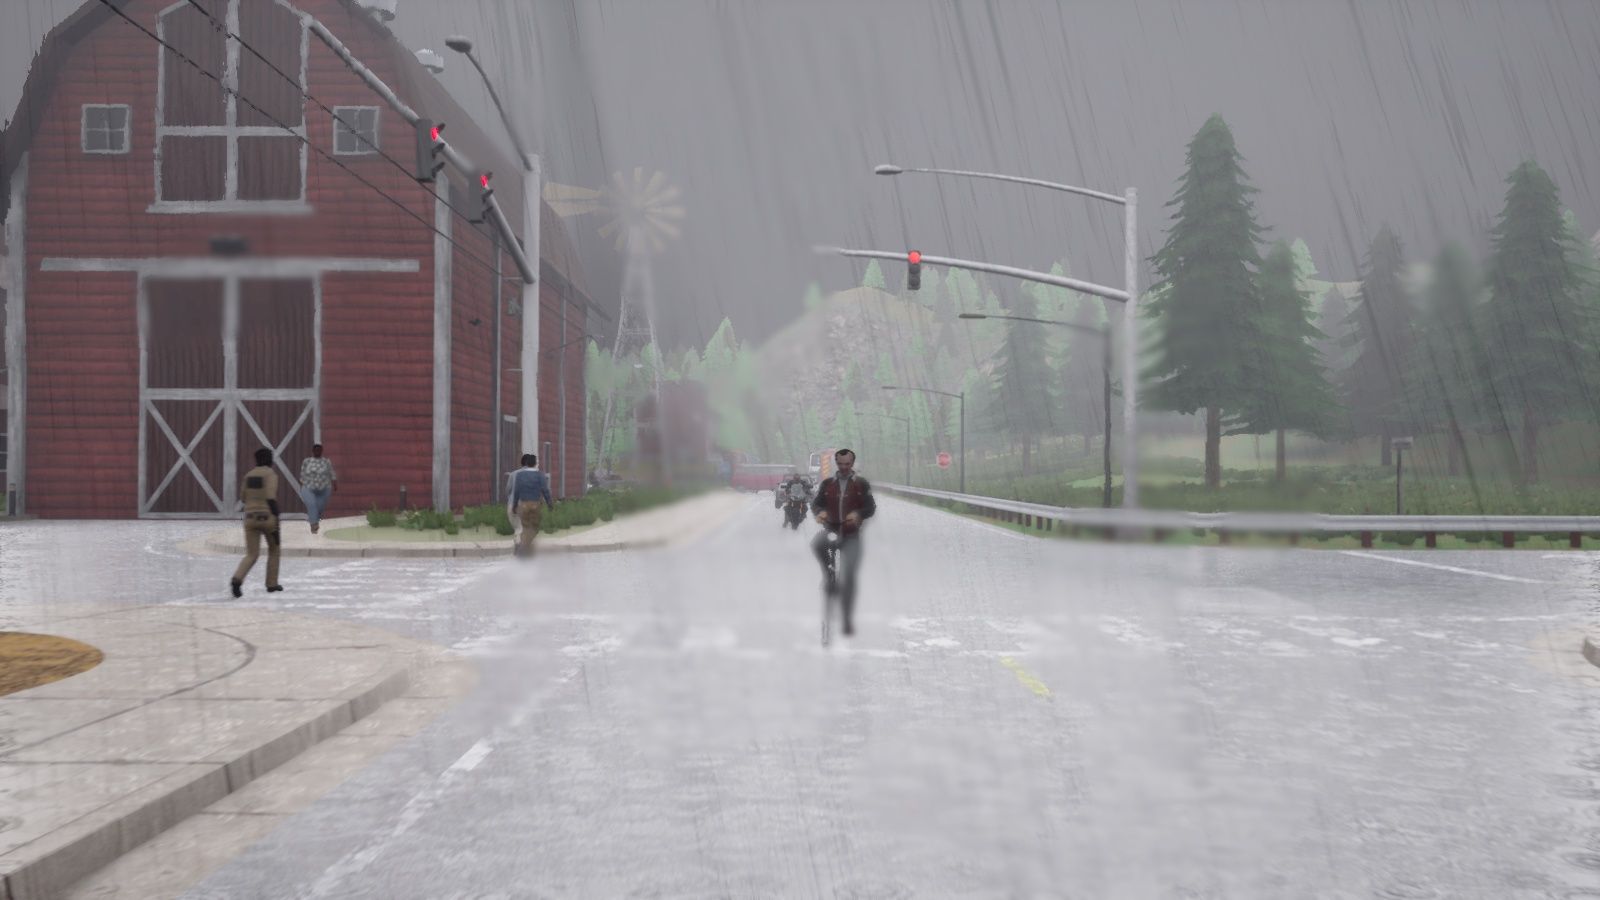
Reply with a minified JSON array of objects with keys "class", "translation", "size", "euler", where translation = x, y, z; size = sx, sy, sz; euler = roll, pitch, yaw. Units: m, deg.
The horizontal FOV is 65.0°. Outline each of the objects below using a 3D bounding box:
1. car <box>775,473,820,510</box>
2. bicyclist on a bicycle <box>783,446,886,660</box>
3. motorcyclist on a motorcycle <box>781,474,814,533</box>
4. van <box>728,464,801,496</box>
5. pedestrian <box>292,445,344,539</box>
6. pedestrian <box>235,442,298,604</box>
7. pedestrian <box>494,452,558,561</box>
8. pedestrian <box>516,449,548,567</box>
[{"class":"car","translation":[-0.110,1.715,52.931],"size":[1.816,1.474,4.193],"euler":[0,-1,0]},{"class":"bicyclist on a bicycle","translation":[0.349,0.866,11.433],"size":[0.659,1.776,1.843],"euler":[1,-1,10]},{"class":"motorcyclist on a motorcycle","translation":[-0.069,1.415,33.750],"size":[0.866,1.530,2.191],"euler":[0,-1,0]},{"class":"van","translation":[-2.289,1.939,81.410],"size":[4.442,1.987,1.775],"euler":[-1,-1,26]},{"class":"pedestrian","translation":[-9.657,0.830,25.141],"size":[0.874,1.855,0.900],"euler":[0,-1,-27]},{"class":"pedestrian","translation":[-6.499,0.872,15.311],"size":[0.396,1.930,0.692],"euler":[0,-1,9]},{"class":"pedestrian","translation":[-4.742,0.970,21.802],"size":[0.874,1.855,0.900],"euler":[0,-1,4]},{"class":"pedestrian","translation":[-4.518,0.963,21.172],"size":[0.423,1.949,0.788],"euler":[0,-1,-4]}]
